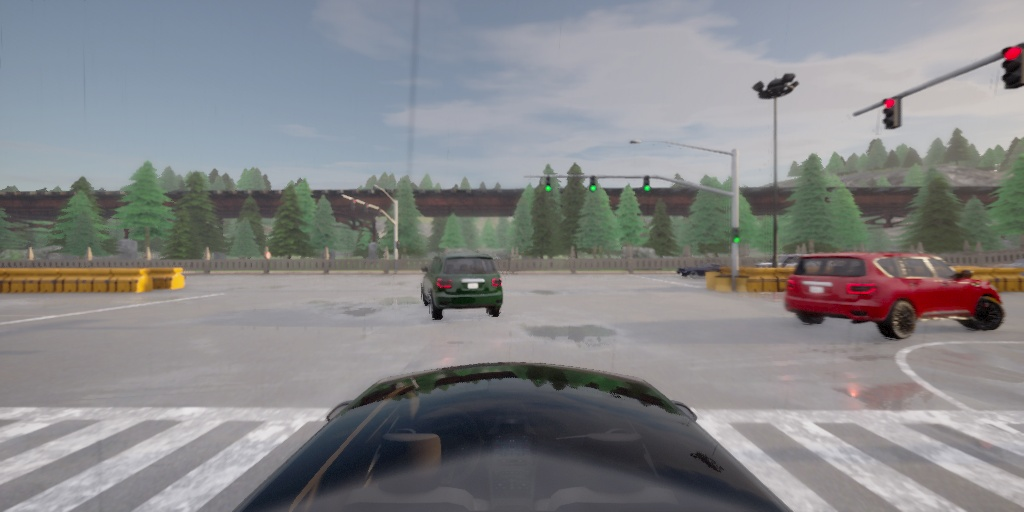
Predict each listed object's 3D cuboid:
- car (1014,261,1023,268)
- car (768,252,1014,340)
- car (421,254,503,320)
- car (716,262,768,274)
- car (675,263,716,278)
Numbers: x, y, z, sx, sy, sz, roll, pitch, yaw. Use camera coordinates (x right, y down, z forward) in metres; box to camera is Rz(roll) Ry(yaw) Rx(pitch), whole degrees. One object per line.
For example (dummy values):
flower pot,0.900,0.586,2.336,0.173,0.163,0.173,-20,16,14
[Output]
car,34.887,1.172,23.702,4.181,1.385,1.994,-1,0,0
car,10.203,0.929,9.722,5.566,2.045,2.150,0,-1,-16
car,-1.962,0.943,12.892,2.150,2.045,5.566,0,0,-18
car,16.648,1.255,23.871,4.718,1.301,1.895,0,0,0
car,16.784,1.234,30.899,4.718,1.301,1.895,0,0,1
